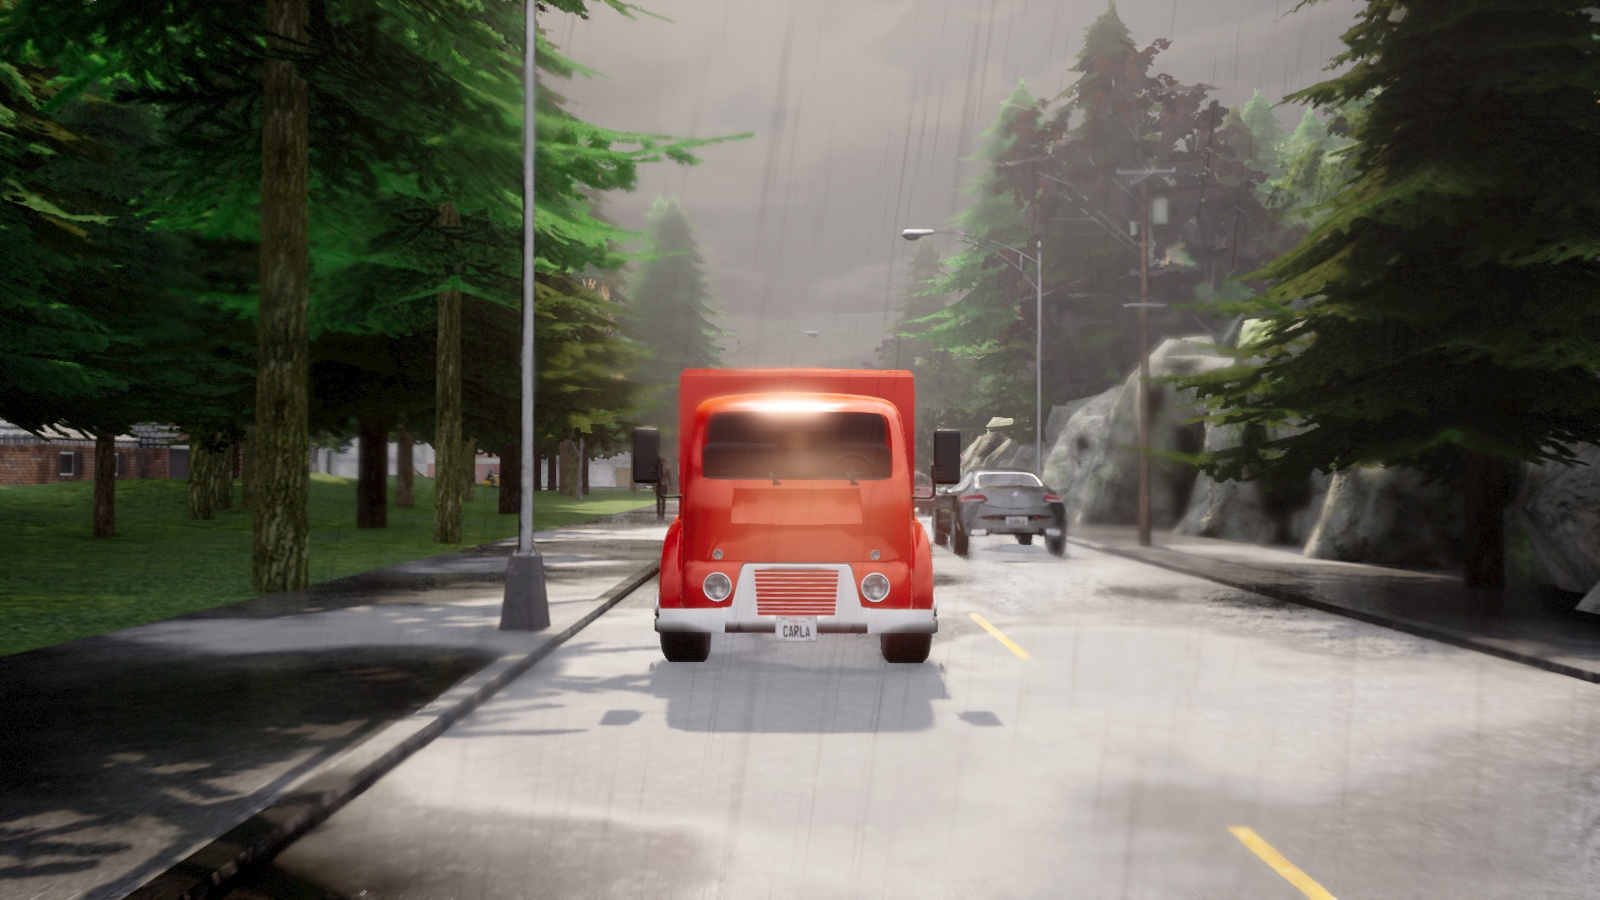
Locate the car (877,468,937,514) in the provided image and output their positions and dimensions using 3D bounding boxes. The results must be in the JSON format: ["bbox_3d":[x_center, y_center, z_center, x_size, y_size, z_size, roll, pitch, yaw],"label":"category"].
[{"bbox_3d":[3.889,1.470,46.148,1.851,1.617,3.988,0,-1,0],"label":"car"}]

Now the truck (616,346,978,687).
[{"bbox_3d":[-0.030,0.525,11.757,2.627,2.467,5.204,0,-1,0],"label":"truck"}]

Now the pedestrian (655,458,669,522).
[{"bbox_3d":[-3.973,1.146,36.206,0.328,1.805,0.869,0,-1,-10],"label":"pedestrian"}]

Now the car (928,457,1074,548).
[{"bbox_3d":[3.939,1.005,25.551,2.152,1.651,5.027,0,-1,0],"label":"car"}]
